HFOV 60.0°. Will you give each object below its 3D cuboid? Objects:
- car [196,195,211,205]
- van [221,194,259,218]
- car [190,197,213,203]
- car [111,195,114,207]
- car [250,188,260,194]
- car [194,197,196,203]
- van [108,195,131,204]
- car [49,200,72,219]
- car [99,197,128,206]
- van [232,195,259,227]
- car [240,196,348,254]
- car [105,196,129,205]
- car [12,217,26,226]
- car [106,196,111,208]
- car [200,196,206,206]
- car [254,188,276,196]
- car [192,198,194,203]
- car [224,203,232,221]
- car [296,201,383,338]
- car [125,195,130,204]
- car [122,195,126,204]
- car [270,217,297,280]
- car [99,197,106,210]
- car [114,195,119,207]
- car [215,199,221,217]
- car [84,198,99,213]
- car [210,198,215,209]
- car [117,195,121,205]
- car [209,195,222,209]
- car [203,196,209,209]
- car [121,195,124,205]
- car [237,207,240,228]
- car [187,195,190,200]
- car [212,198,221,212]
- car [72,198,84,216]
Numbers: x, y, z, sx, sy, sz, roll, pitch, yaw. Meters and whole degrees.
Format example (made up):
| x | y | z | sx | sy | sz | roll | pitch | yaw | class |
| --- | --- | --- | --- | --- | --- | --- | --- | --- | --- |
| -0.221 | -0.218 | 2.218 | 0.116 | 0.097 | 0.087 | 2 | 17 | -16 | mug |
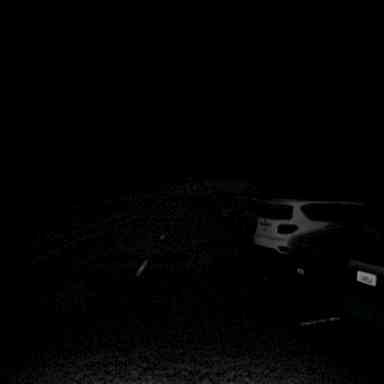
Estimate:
| x | y | z | sx | sy | sz | roll | pitch | yaw | class |
| --- | --- | --- | --- | --- | --- | --- | --- | --- | --- |
| 4.086 | 1.429 | 50.410 | 5.566 | 2.045 | 2.435 | 1 | 0 | -23 | car |
| 4.631 | 1.350 | 23.218 | 4.442 | 1.987 | 1.878 | 1 | 0 | -20 | van |
| 2.248 | 1.821 | 77.506 | 4.792 | 1.488 | 2.163 | 1 | -1 | -26 | car |
| -14.082 | 1.586 | 47.646 | 4.553 | 1.767 | 2.185 | -1 | -1 | -22 | car |
| 16.877 | 0.553 | 89.707 | 2.002 | 1.452 | 4.674 | -7 | 4 | -31 | car |
| 3.373 | 1.767 | 62.489 | 4.674 | 1.452 | 2.002 | 1 | -1 | -24 | car |
| -15.624 | 1.590 | 71.335 | 4.442 | 1.987 | 1.878 | -1 | 0 | -25 | van |
| -13.499 | 1.507 | 29.895 | 4.553 | 1.767 | 2.185 | -1 | 0 | -21 | car |
| -15.370 | 1.790 | 65.306 | 5.366 | 1.575 | 1.946 | -1 | 0 | -24 | car |
| 4.643 | 1.326 | 17.193 | 4.442 | 1.987 | 1.878 | 1 | 0 | -20 | van |
| 4.778 | 1.278 | 11.238 | 5.566 | 2.045 | 2.435 | 1 | -1 | -20 | car |
| -15.425 | 1.678 | 68.347 | 4.553 | 1.767 | 2.185 | -1 | 0 | -25 | car |
| -13.486 | 1.343 | 20.964 | 5.566 | 2.045 | 2.435 | -1 | 0 | -20 | car |
| -13.912 | 1.698 | 44.695 | 5.008 | 1.535 | 2.097 | -1 | 0 | -22 | car |
| 4.251 | 1.670 | 47.405 | 5.008 | 1.535 | 2.097 | 1 | 0 | -23 | car |
| 19.823 | -0.025 | 90.229 | 2.435 | 2.045 | 5.566 | -7 | 4 | -30 | car |
| 3.158 | 1.740 | 65.500 | 4.892 | 1.521 | 2.231 | 1 | 0 | -25 | car |
| 4.771 | 1.596 | 20.261 | 4.792 | 1.488 | 2.163 | 1 | -1 | -20 | car |
| 4.778 | 1.254 | 5.230 | 5.566 | 2.045 | 2.435 | 1 | -1 | -20 | car |
| -14.800 | 1.772 | 62.512 | 5.366 | 1.575 | 1.946 | -1 | 0 | -24 | car |
| -14.745 | 1.805 | 59.477 | 4.674 | 1.452 | 2.002 | -1 | 0 | -24 | car |
| 4.754 | 1.517 | 8.218 | 5.008 | 1.535 | 2.097 | 1 | 0 | -20 | car |
| -13.779 | 1.714 | 41.752 | 4.792 | 1.488 | 2.163 | -1 | -1 | -22 | car |
| -14.368 | 1.724 | 50.536 | 5.366 | 1.575 | 1.946 | -1 | 0 | -23 | car |
| 4.894 | 1.589 | 26.345 | 5.366 | 1.575 | 1.946 | 1 | -1 | -20 | car |
| -13.741 | 1.702 | 38.758 | 4.792 | 1.488 | 2.163 | -1 | 0 | -22 | car |
| 4.650 | 1.614 | 32.306 | 4.892 | 1.521 | 2.231 | 1 | -1 | -21 | car |
| -14.335 | 1.612 | 53.579 | 4.553 | 1.767 | 2.185 | -1 | 0 | -23 | car |
| 4.589 | 1.498 | 35.326 | 4.553 | 1.767 | 2.185 | 1 | -1 | -21 | car |
| 4.459 | 1.647 | 41.371 | 5.008 | 1.535 | 2.097 | 1 | -1 | -22 | car |
| -14.542 | 1.791 | 56.523 | 4.674 | 1.452 | 2.002 | -1 | 0 | -23 | car |
| 4.753 | 1.541 | 14.228 | 5.008 | 1.535 | 2.097 | 1 | 0 | -20 | car |
| 2.195 | 1.768 | 74.446 | 5.366 | 1.575 | 1.946 | 1 | 0 | -26 | car |
| 4.708 | 1.601 | 29.288 | 5.008 | 1.535 | 2.097 | 1 | 0 | -21 | car |
| -13.564 | 1.646 | 32.850 | 5.008 | 1.535 | 2.097 | -1 | 0 | -21 | car |
